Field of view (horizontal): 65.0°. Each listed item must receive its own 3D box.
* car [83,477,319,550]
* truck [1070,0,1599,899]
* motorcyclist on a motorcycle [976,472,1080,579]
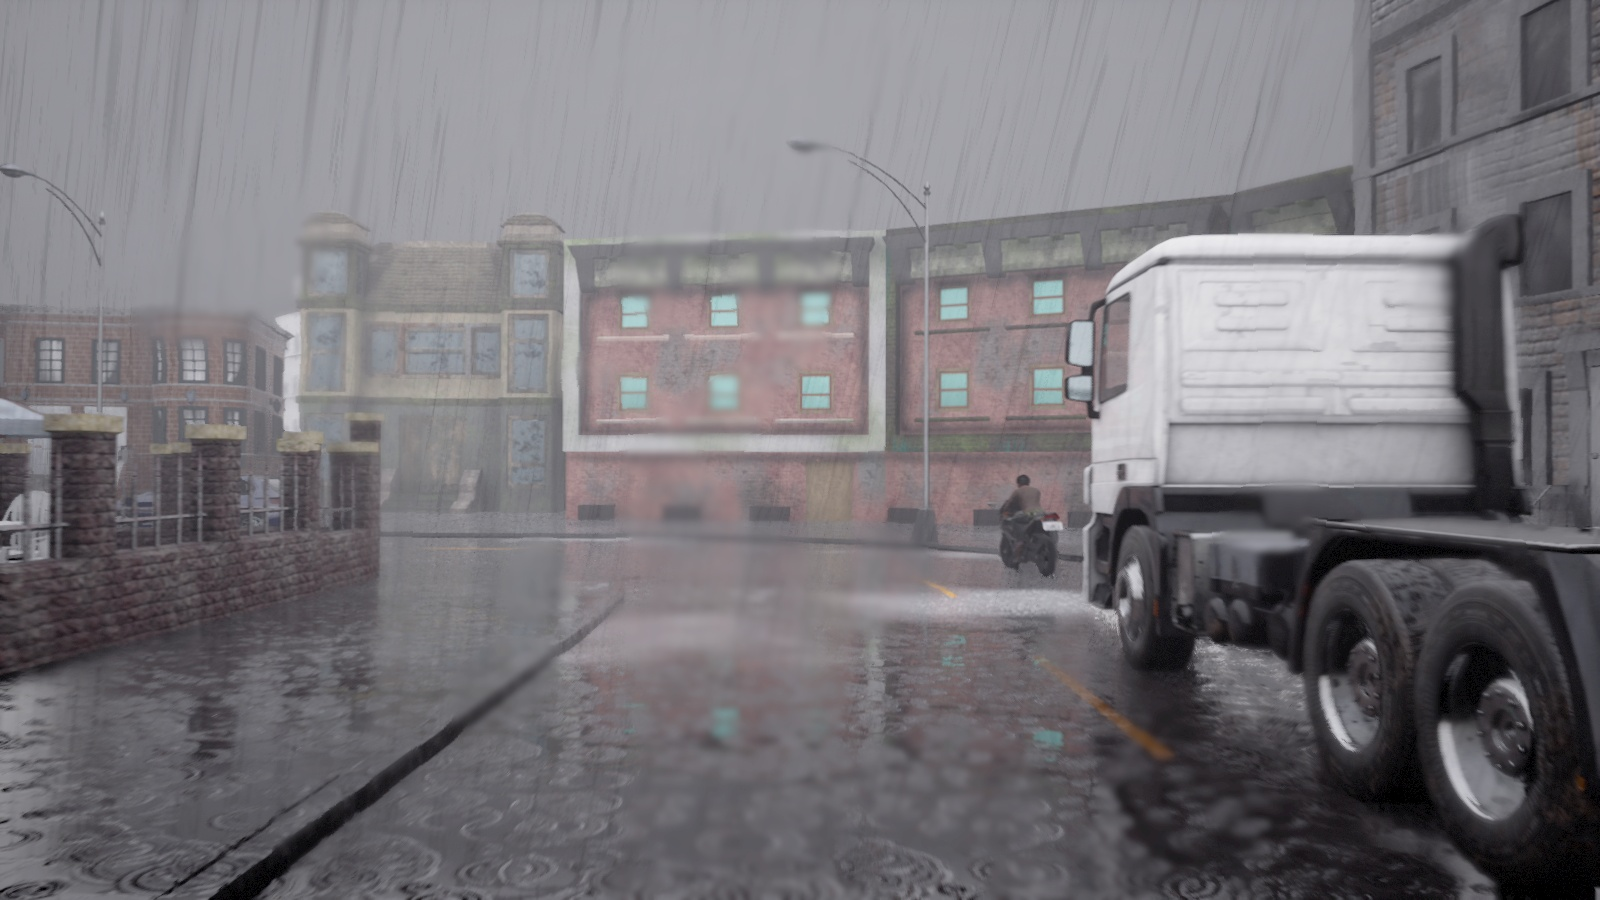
[{"bbox_3d":[-12.721,1.329,26.849,4.193,1.474,1.816,0,-1,0],"label":"car"},{"bbox_3d":[3.976,-0.055,7.682,2.891,3.462,7.936,0,-1,0],"label":"truck"},{"bbox_3d":[3.456,1.107,19.244,0.797,1.523,2.044,-2,-1,-13],"label":"motorcyclist on a motorcycle"}]
